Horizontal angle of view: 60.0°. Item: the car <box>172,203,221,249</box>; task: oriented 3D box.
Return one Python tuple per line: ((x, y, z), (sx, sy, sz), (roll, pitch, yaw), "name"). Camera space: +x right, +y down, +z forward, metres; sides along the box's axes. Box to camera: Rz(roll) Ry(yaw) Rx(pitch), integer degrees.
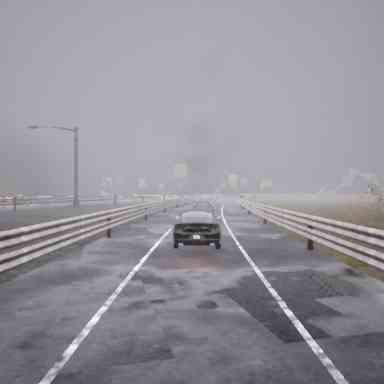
((0.249, 1.485, 14.581), (1.882, 1.535, 5.008), (0, 0, 2), "car")
